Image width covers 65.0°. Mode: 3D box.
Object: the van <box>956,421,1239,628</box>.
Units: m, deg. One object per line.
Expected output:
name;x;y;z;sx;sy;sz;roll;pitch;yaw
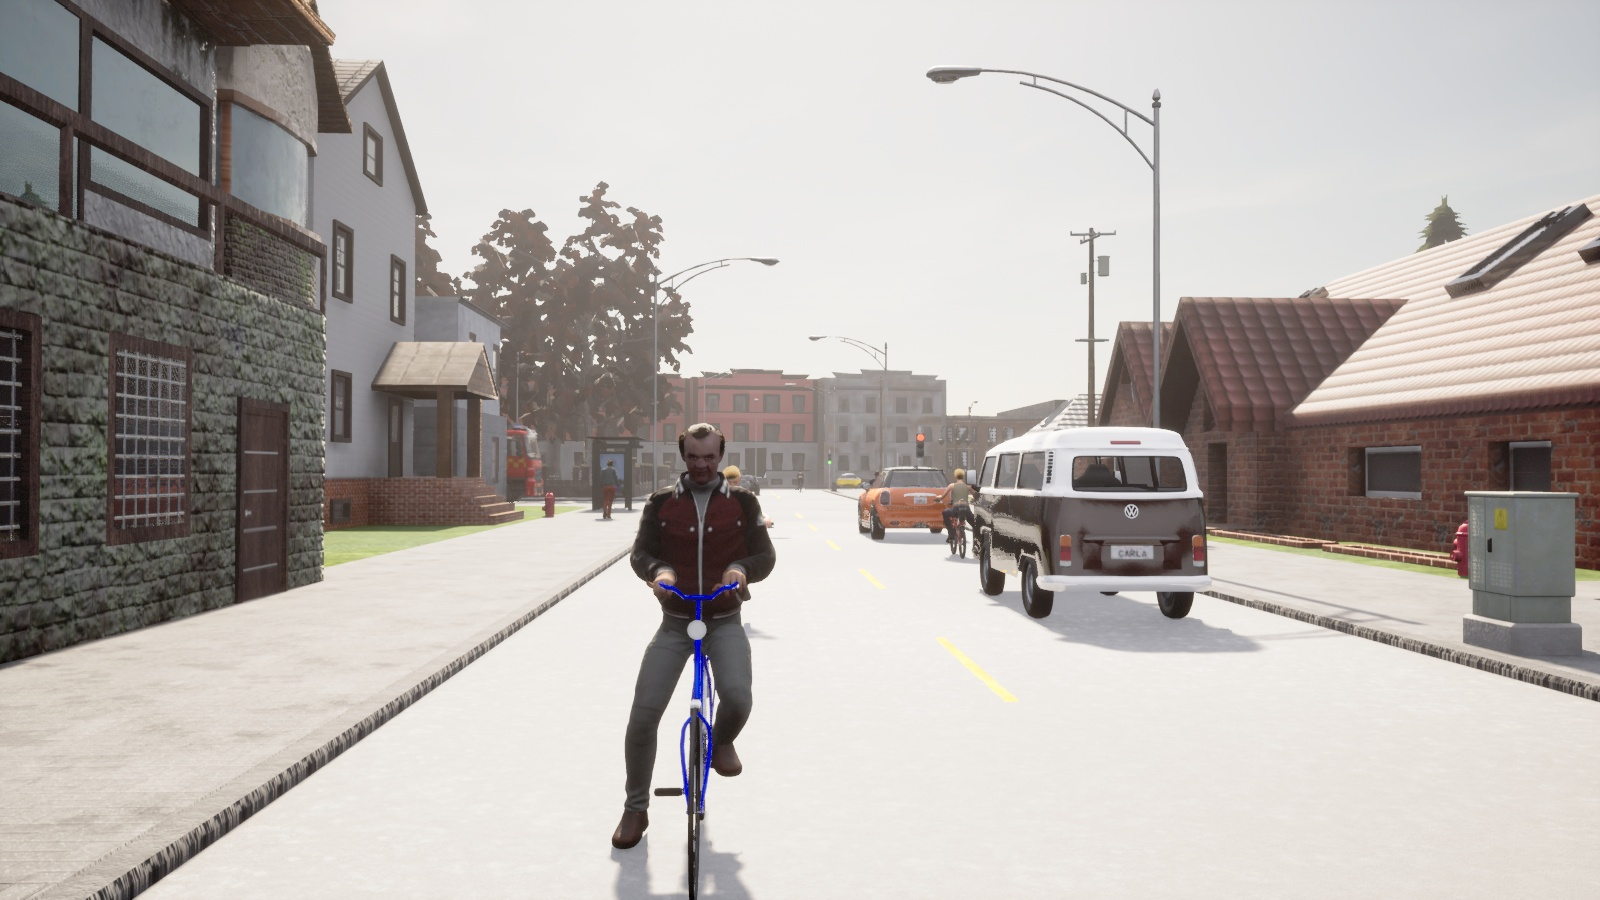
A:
van;3.239;0.772;14.712;2.069;2.038;4.480;0;-1;-2

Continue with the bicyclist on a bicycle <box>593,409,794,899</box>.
bicyclist on a bicycle;-0.398;0.772;5.058;0.659;1.776;1.843;0;-1;-3

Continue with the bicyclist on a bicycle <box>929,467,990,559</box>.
bicyclist on a bicycle;2.899;1.124;22.953;0.866;1.612;1.509;0;-1;-2

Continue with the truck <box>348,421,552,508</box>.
truck;-15.708;0.665;56.837;8.468;3.827;2.891;0;-1;-2

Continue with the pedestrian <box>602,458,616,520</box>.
pedestrian;-5.724;1.178;37.688;0.353;1.847;0.614;0;-1;-3

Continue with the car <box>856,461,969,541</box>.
car;2.603;1.169;30.248;2.097;1.767;4.553;0;-1;-3

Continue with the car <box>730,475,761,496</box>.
car;-3.554;2.286;80.992;1.895;1.301;4.718;0;-1;-4
